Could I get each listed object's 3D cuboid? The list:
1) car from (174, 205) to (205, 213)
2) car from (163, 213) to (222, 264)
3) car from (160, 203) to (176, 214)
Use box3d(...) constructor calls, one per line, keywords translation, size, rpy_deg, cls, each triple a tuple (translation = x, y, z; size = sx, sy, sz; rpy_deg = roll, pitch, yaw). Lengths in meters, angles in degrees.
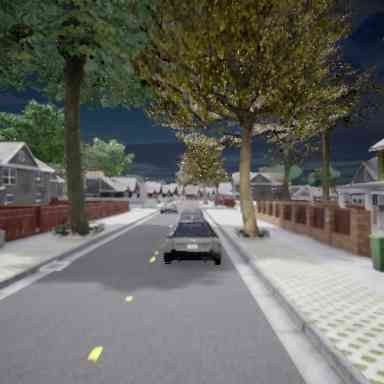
box3d(translation=(0.016, 1.826, 25.134), size=(2.033, 1.411, 5.357), rpy_deg=(0, -1, 0), cls="car")
box3d(translation=(0.041, 1.706, 12.437), size=(1.994, 1.385, 4.181), rpy_deg=(0, -1, 1), cls="car")
box3d(translation=(-2.806, 2.003, 40.854), size=(1.994, 1.385, 4.181), rpy_deg=(0, -1, 0), cls="car")
